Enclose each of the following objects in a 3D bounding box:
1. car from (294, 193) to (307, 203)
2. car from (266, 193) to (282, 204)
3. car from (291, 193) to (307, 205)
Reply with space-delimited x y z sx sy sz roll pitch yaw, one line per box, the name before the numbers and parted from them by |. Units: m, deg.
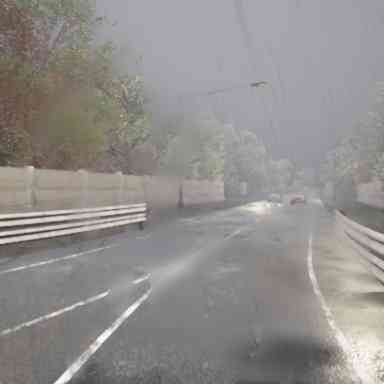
car | 17.941 0.941 54.840 1.837 1.490 4.892 1 1 20
car | 12.601 0.956 50.535 1.812 1.442 4.674 2 1 20
car | 14.684 1.044 45.898 1.812 1.442 4.674 0 0 20
